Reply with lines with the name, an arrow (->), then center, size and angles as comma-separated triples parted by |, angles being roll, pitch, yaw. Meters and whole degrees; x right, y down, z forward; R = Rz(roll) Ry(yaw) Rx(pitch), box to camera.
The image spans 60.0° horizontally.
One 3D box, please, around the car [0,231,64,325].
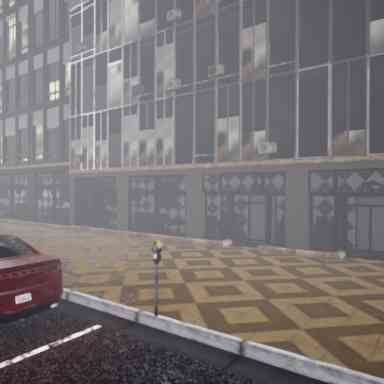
car -> -4.595, 1.476, 6.530 | 5.008, 1.535, 1.882 | 0, 0, 35
